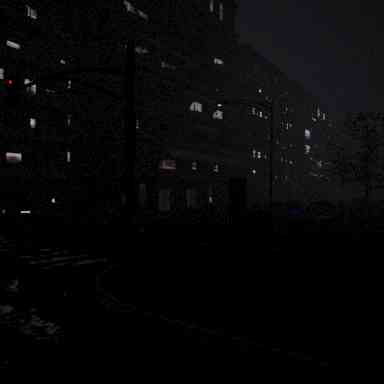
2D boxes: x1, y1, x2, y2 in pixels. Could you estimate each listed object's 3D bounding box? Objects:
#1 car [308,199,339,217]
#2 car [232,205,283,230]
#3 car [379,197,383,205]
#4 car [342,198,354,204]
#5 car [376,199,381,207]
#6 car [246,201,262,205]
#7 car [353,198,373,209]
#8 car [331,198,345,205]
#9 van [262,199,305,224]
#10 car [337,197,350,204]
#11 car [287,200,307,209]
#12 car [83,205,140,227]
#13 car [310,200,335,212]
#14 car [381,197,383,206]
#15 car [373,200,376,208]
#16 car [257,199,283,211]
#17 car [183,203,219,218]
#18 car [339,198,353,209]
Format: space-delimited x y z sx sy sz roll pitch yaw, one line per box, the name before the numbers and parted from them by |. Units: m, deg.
car | 14.258 1.837 36.501 1.967 1.590 4.097 1 0 36
car | 4.390 1.826 23.150 1.947 1.339 4.313 1 0 36
car | 47.147 2.150 81.000 2.192 1.841 5.009 1 0 36
car | 40.309 2.219 85.849 1.752 1.417 4.829 1 0 36
car | 33.989 2.103 63.200 1.967 1.590 4.097 1 0 36
car | 7.522 1.839 41.487 1.802 1.307 4.206 1 0 36
car | 27.414 1.890 54.300 2.192 1.841 5.009 1 0 36
car | 33.832 2.175 77.086 1.947 1.339 4.313 1 0 36
van | 7.681 1.647 27.600 1.690 1.788 3.998 1 0 36
car | 37.122 2.093 81.537 1.967 1.590 4.097 1 0 36
car | 17.388 1.973 54.837 1.802 1.307 4.206 1 0 36
car | -5.633 1.626 23.688 2.008 1.369 4.403 1 0 36
car | 18.139 1.913 46.098 1.882 1.535 5.008 1 0 36
car | 37.277 2.251 67.649 1.887 1.381 4.507 1 0 36
car | 30.699 2.201 58.749 1.802 1.307 4.206 1 0 36
car | 10.812 1.742 45.937 1.967 1.590 4.097 1 0 36
car | 0.945 1.711 32.587 1.887 1.381 4.507 1 0 36
car | 24.116 2.063 54.210 2.033 1.411 5.357 1 0 37
